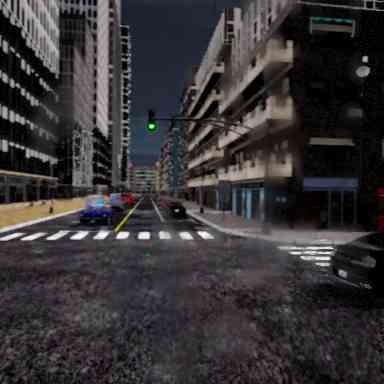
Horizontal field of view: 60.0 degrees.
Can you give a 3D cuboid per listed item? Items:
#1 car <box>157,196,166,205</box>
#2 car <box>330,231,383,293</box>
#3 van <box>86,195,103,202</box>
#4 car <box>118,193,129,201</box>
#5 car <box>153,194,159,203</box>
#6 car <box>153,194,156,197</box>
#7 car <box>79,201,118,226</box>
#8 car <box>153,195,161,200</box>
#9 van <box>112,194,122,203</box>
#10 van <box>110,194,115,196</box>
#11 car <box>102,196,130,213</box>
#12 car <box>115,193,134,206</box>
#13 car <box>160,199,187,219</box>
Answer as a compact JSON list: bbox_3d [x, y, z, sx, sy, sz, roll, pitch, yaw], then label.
[{"bbox_3d":[-2.814,1.532,39.184,1.887,1.381,4.507,0,0,-8],"label":"car"},{"bbox_3d":[5.900,1.719,8.095,4.892,1.490,1.837,2,0,-8],"label":"car"},{"bbox_3d":[-11.120,1.266,38.080,1.690,1.788,3.998,0,0,-8],"label":"van"},{"bbox_3d":[-17.074,1.228,82.921,2.192,1.841,5.009,0,0,-8],"label":"car"},{"bbox_3d":[-5.047,1.533,55.999,2.008,1.369,4.403,0,0,-8],"label":"car"},{"bbox_3d":[-6.535,1.524,67.208,1.887,1.381,4.507,0,0,-8],"label":"car"},{"bbox_3d":[-6.536,1.552,23.206,1.895,1.301,4.718,0,0,-7],"label":"car"},{"bbox_3d":[-9.513,1.541,89.629,1.947,1.339,4.313,0,0,-8],"label":"car"},{"bbox_3d":[-14.842,1.257,66.105,1.690,1.788,3.998,0,0,-8],"label":"van"},{"bbox_3d":[-14.098,1.259,60.500,1.690,1.788,3.998,0,0,-8],"label":"van"},{"bbox_3d":[-8.346,1.493,36.968,2.033,1.411,5.357,0,0,-8],"label":"car"},{"bbox_3d":[-10.408,1.163,52.773,2.150,2.045,5.566,0,0,-7],"label":"car"},{"bbox_3d":[-1.502,1.558,29.304,1.947,1.339,4.313,0,0,-8],"label":"car"}]
